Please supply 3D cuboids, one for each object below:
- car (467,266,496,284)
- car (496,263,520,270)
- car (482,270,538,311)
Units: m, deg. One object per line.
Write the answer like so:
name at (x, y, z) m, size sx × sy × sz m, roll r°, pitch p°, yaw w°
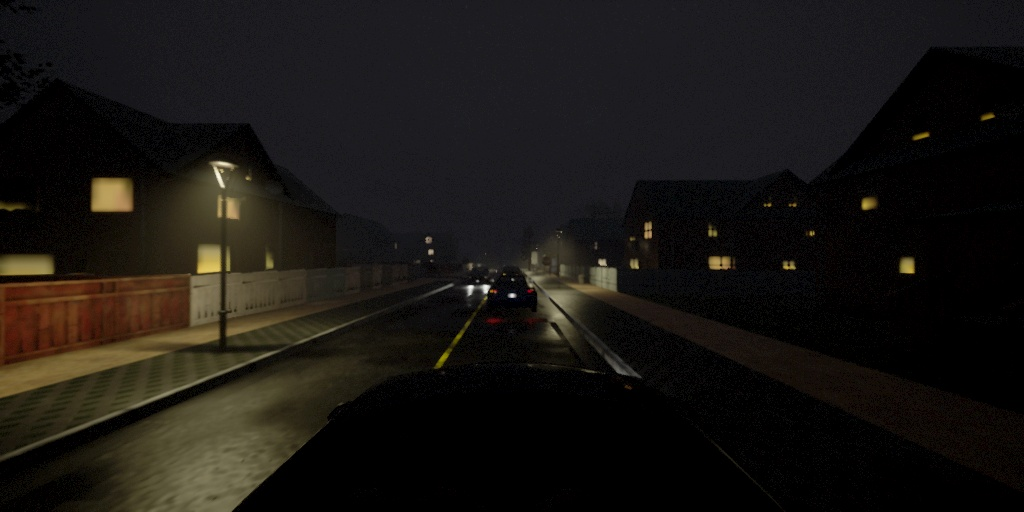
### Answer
car at (-2.734, 1.649, 31.322) m, size 2.033 × 1.411 × 5.357 m, roll 0°, pitch -1°, yaw 0°
car at (-0.152, 1.593, 30.175) m, size 1.837 × 1.490 × 4.892 m, roll 0°, pitch 0°, yaw -4°
car at (0.027, 1.460, 15.223) m, size 1.994 × 1.385 × 4.181 m, roll 0°, pitch -1°, yaw 1°
